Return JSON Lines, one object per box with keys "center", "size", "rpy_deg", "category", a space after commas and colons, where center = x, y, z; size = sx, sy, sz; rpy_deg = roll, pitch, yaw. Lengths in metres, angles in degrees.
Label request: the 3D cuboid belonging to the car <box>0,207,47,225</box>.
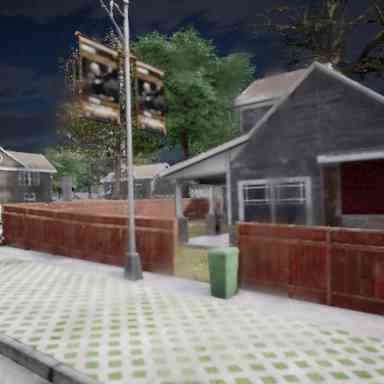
{"center": [-10.225, 1.572, 21.899], "size": [1.812, 1.442, 4.674], "rpy_deg": [-3, -2, 35], "category": "car"}
